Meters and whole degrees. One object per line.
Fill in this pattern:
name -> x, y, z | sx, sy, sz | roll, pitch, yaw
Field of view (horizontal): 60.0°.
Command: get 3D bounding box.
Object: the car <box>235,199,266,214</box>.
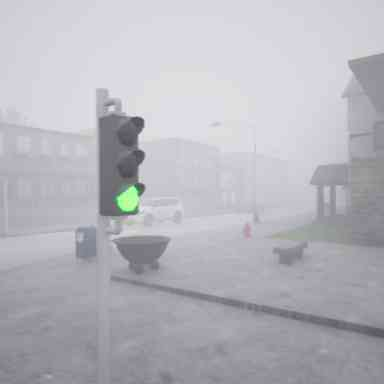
car -> 6.777, 1.561, 38.570 | 2.097, 1.767, 4.553 | -1, -1, 36

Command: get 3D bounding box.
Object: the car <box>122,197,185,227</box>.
car -> -2.824, 1.431, 25.145 | 2.150, 2.045, 5.566 | -1, -1, 36
